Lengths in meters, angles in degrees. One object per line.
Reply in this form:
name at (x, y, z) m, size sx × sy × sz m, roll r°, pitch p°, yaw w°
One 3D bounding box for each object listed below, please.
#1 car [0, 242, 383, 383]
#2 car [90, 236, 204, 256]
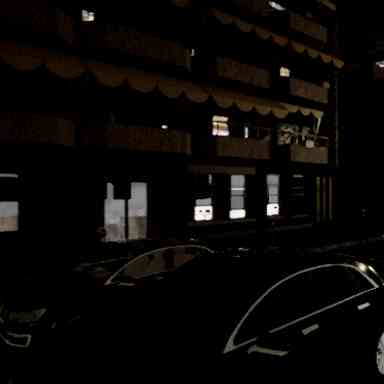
car at (0.641, 1.486, 3.832) m, size 4.892 × 1.490 × 1.837 m, roll 0°, pitch 0°, yaw -35°
car at (-0.912, 1.532, 5.910) m, size 4.403 × 1.369 × 2.008 m, roll -1°, pitch 0°, yaw -36°
